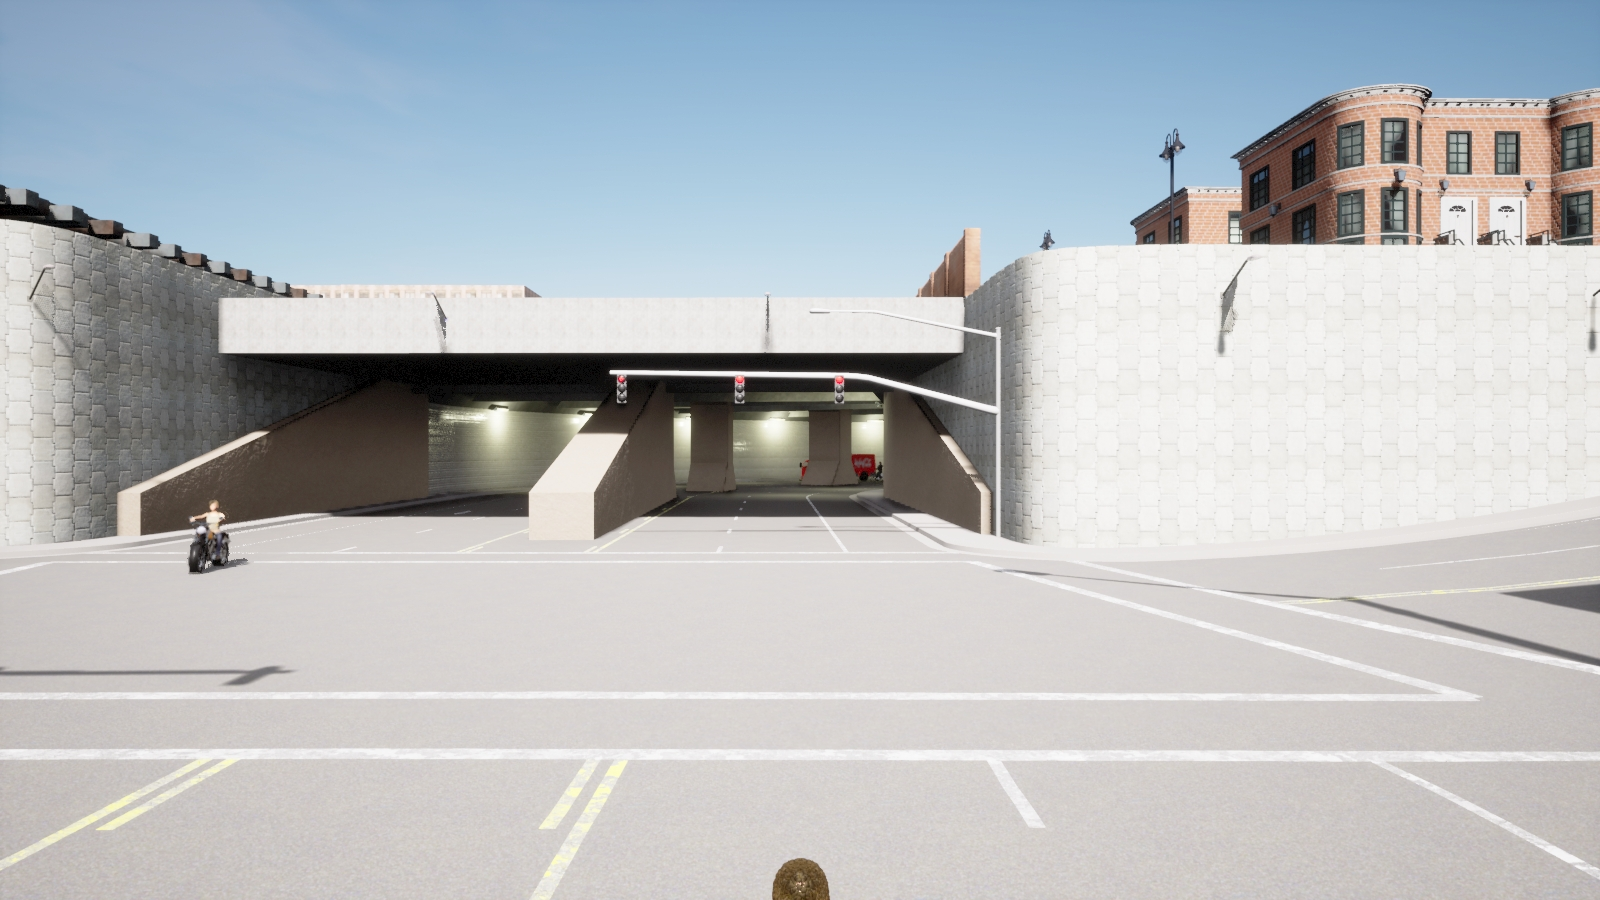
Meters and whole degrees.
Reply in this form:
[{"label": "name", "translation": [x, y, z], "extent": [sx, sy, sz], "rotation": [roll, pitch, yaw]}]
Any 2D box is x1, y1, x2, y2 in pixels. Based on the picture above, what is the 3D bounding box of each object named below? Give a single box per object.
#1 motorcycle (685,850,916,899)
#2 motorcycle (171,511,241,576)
[{"label": "motorcycle", "translation": [0.004, 2.174, 3.443], "extent": [0.803, 1.224, 2.033], "rotation": [0, 0, 0]}, {"label": "motorcycle", "translation": [-13.769, 2.142, 26.570], "extent": [0.764, 1.332, 2.356], "rotation": [1, 0, -10]}]
